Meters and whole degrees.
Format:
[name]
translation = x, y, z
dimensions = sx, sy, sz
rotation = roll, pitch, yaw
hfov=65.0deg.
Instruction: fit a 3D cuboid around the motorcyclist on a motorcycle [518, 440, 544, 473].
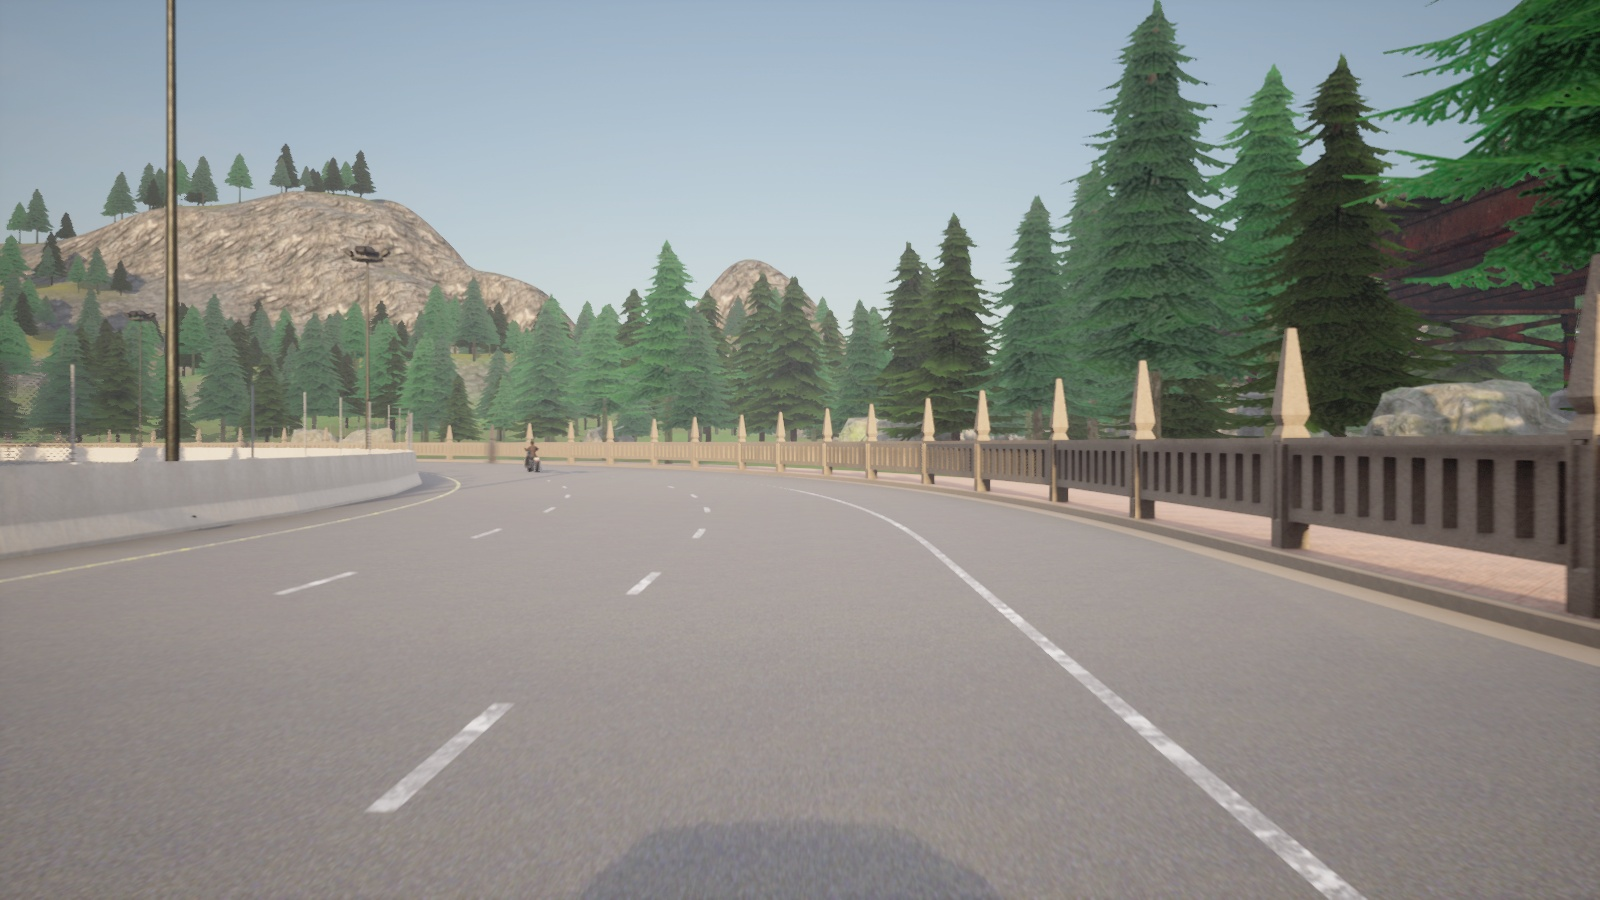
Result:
[motorcyclist on a motorcycle]
translation = -13.727, 0.325, 63.997
dimensions = 0.766, 1.649, 2.350
rotation = -1, 1, -26
